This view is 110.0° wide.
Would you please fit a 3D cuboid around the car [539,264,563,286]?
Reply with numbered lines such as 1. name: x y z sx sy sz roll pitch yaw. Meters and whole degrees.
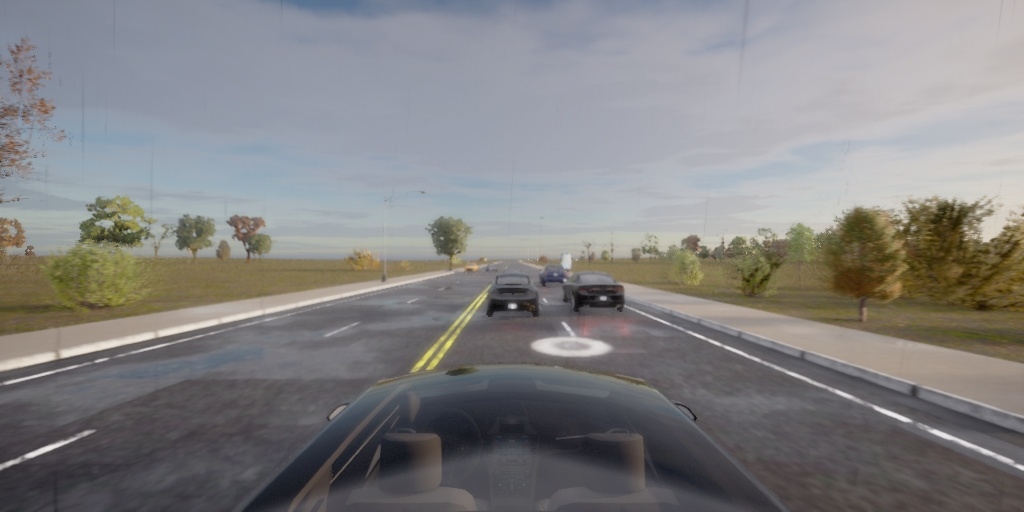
1. car: 3.304 1.438 29.048 2.097 1.767 4.553 0 -1 1

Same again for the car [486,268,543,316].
1. car: 0.049 1.410 14.151 1.837 1.490 4.892 0 0 1

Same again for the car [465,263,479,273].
1. car: -6.536 1.922 58.653 1.882 1.535 5.008 0 -1 1

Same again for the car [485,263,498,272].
1. car: -3.292 1.937 58.690 2.128 1.511 4.902 0 -1 1

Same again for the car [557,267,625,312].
1. car: 3.308 1.396 15.352 1.882 1.535 5.008 0 0 1
